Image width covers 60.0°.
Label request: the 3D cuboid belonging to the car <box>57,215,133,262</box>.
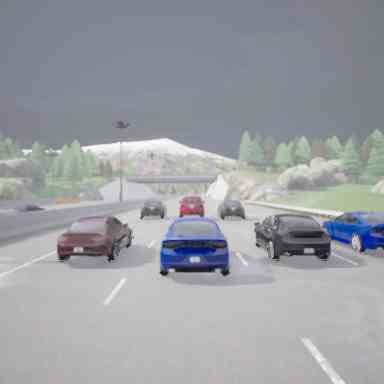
[{"bbox_3d":[-3.441,1.594,12.363,1.812,1.442,4.674,0,0,0],"label":"car"}]

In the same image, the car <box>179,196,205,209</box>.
[{"bbox_3d":[-0.009,1.369,30.209,2.150,2.045,5.566,0,0,0],"label":"car"}]

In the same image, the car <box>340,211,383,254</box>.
[{"bbox_3d":[7.054,1.529,13.842,1.882,1.535,5.008,0,0,0],"label":"car"}]

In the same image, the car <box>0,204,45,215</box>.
[{"bbox_3d":[-14.140,1.716,27.834,2.033,1.411,5.357,0,0,0],"label":"car"}]

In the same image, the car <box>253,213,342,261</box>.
[{"bbox_3d":[3.559,1.558,12.553,1.837,1.490,4.892,0,0,0],"label":"car"}]

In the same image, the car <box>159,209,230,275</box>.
[{"bbox_3d":[0.065,1.530,10.682,1.882,1.535,5.008,0,0,0],"label":"car"}]

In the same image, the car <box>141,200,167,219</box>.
[{"bbox_3d":[-3.512,1.513,31.279,2.097,1.767,4.553,0,0,0],"label":"car"}]

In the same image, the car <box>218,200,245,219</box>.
[{"bbox_3d":[3.491,1.492,30.257,2.097,1.767,4.553,0,0,0],"label":"car"}]
